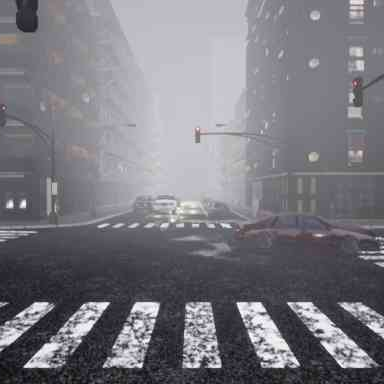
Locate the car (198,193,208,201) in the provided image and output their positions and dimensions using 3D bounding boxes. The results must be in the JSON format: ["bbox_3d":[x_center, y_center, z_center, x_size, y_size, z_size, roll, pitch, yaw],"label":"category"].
[{"bbox_3d":[2.673,1.275,81.249,2.192,1.841,5.009,-1,0,0],"label":"car"}]

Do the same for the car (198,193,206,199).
[{"bbox_3d":[2.668,1.546,75.709,1.802,1.307,4.206,-1,0,0],"label":"car"}]

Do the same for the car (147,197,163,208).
[{"bbox_3d":[-5.254,1.505,47.910,1.752,1.417,4.829,-1,0,0],"label":"car"}]

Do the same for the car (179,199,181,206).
[{"bbox_3d":[-2.757,1.470,52.314,2.128,1.511,4.902,0,0,0],"label":"car"}]

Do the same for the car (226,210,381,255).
[{"bbox_3d":[4.338,1.539,13.209,5.357,1.411,2.033,0,1,21],"label":"car"}]

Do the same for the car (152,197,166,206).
[{"bbox_3d":[-5.245,1.559,53.618,1.802,1.307,4.206,-1,0,0],"label":"car"}]

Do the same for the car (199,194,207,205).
[{"bbox_3d":[2.643,1.519,59.092,1.887,1.381,4.507,-1,0,0],"label":"car"}]

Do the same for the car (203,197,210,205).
[{"bbox_3d":[2.610,1.536,36.935,2.008,1.369,4.403,-1,0,0],"label":"car"}]

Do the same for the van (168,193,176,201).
[{"bbox_3d":[-5.198,1.296,86.841,1.690,1.788,3.998,-1,0,0],"label":"van"}]

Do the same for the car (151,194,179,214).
[{"bbox_3d":[-2.809,1.205,35.833,2.150,2.045,5.566,0,0,0],"label":"car"}]

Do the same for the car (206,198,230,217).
[{"bbox_3d":[2.602,1.570,31.396,1.802,1.307,4.206,-1,0,0],"label":"car"}]

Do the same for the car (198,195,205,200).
[{"bbox_3d":[2.693,1.533,92.327,1.802,1.307,4.206,-1,0,0],"label":"car"}]

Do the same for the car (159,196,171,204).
[{"bbox_3d":[-5.228,1.553,64.692,1.802,1.307,4.206,-1,0,0],"label":"car"}]

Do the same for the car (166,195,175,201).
[{"bbox_3d":[-5.204,1.485,81.133,1.752,1.417,4.829,-1,0,0],"label":"car"}]

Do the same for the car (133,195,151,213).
[{"bbox_3d":[-5.273,1.300,37.006,2.192,1.841,5.009,-1,0,0],"label":"car"}]
